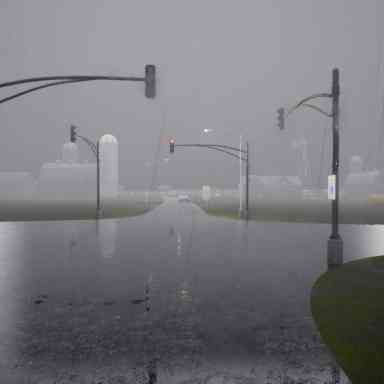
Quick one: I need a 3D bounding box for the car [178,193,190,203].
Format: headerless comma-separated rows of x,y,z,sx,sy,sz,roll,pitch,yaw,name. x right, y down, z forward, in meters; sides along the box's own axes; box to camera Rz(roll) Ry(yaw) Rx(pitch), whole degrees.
-1.526,1.553,69.932,1.812,1.442,4.674,0,0,-3,car

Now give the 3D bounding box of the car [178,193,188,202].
-2.113,1.189,79.966,2.150,2.045,5.566,0,0,-4,car
